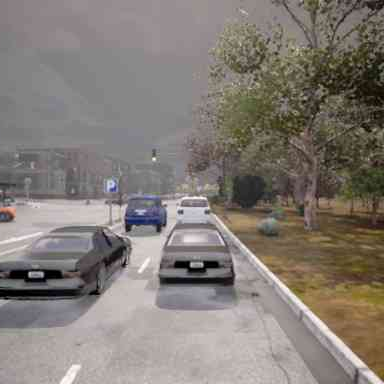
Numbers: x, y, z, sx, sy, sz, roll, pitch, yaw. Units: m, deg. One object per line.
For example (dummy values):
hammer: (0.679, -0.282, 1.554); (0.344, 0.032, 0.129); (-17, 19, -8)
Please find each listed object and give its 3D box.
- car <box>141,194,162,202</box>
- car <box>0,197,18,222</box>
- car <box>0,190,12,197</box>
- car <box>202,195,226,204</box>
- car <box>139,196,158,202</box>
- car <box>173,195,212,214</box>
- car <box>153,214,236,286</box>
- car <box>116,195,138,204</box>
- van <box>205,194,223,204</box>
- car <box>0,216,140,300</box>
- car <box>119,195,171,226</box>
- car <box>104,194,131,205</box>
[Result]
car: (-11.106, 1.556, 91.486); (5.566, 2.045, 2.435); (-1, -1, -12)
car: (-16.657, 1.549, 26.732); (4.553, 1.767, 2.185); (-1, 0, -19)
car: (-31.227, 0.437, 55.396); (2.002, 1.452, 4.674); (6, -3, -19)
car: (4.588, 1.518, 70.127); (4.553, 1.767, 2.185); (1, 0, -14)
car: (-11.553, 1.833, 88.477); (4.674, 1.452, 2.002); (-1, 0, -12)
car: (0.157, 1.367, 22.070); (2.150, 2.045, 5.566); (0, -1, 1)
car: (0.098, 1.609, 9.585); (2.033, 1.411, 5.357); (0, 0, 0)
car: (-13.786, 1.575, 70.486); (4.553, 1.767, 2.185); (-1, -1, -14)
van: (4.207, 1.403, 67.158); (4.442, 1.987, 1.878); (1, 0, -14)
car: (-2.903, 1.604, 8.714); (2.033, 1.411, 5.357); (0, 0, 0)
car: (-2.850, 1.360, 21.433); (2.150, 2.045, 5.566); (0, -1, 1)
car: (-14.517, 1.706, 64.540); (4.792, 1.488, 2.163); (-1, 0, -15)
